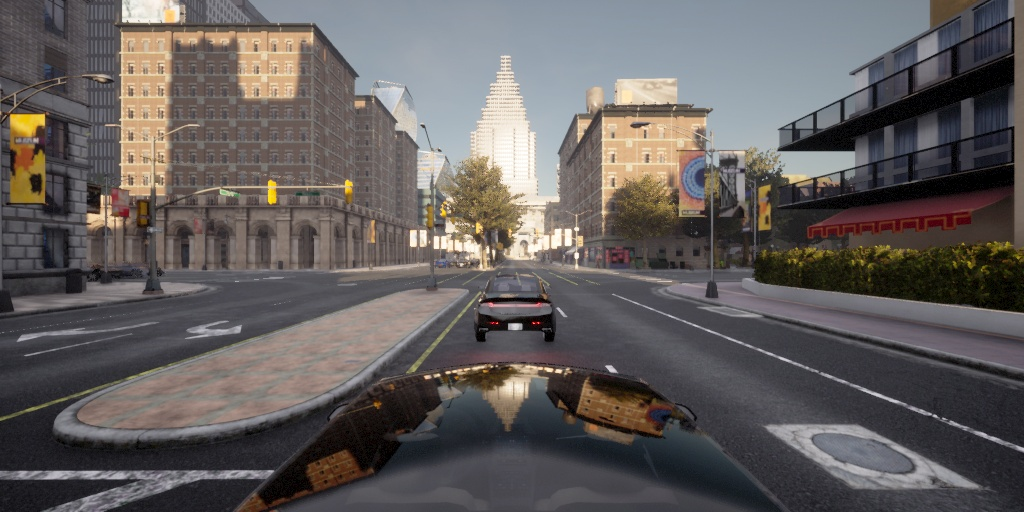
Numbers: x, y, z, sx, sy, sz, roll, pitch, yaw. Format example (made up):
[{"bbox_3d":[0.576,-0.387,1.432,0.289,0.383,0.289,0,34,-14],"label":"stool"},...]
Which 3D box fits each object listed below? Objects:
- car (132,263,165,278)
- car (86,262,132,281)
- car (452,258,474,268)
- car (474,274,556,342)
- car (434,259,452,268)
[{"bbox_3d":[-34.442,1.313,32.713,4.181,1.385,1.994,0,0,0],"label":"car"},{"bbox_3d":[-34.684,1.228,29.214,5.008,1.535,1.882,0,0,0],"label":"car"},{"bbox_3d":[-8.053,1.241,59.613,2.128,1.511,4.902,0,0,0],"label":"car"},{"bbox_3d":[0.080,1.242,9.796,2.128,1.511,4.902,0,0,0],"label":"car"},{"bbox_3d":[-11.550,1.227,60.028,1.882,1.535,5.008,0,0,0],"label":"car"}]
